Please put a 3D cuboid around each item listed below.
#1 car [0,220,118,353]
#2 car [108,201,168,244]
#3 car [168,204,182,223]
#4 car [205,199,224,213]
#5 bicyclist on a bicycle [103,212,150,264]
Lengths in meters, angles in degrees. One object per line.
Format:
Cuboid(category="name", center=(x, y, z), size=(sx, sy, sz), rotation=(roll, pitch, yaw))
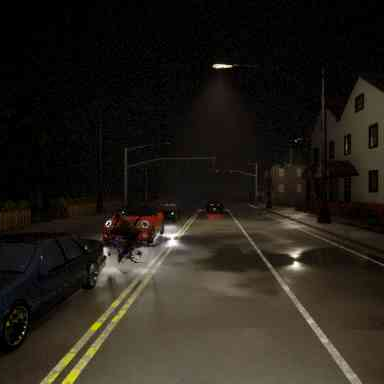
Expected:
Cuboid(category="car", center=(-3.266, 1.547, 6.456), size=(2.033, 1.411, 5.357), rotation=(0, 0, 4))
Cuboid(category="car", center=(-2.624, 1.352, 15.889), size=(2.097, 1.767, 4.553), rotation=(0, 0, 4))
Cuboid(category="car", center=(-1.946, 1.601, 25.727), size=(1.895, 1.301, 4.718), rotation=(0, 0, 4))
Cuboid(category="car", center=(2.479, 1.505, 36.442), size=(1.837, 1.490, 4.892), rotation=(0, 0, 4))
Cuboid(category="bicyclist on a bicycle", center=(-2.114, 1.455, 10.289), size=(1.656, 1.620, 0.582), rotation=(-2, 0, 4))
